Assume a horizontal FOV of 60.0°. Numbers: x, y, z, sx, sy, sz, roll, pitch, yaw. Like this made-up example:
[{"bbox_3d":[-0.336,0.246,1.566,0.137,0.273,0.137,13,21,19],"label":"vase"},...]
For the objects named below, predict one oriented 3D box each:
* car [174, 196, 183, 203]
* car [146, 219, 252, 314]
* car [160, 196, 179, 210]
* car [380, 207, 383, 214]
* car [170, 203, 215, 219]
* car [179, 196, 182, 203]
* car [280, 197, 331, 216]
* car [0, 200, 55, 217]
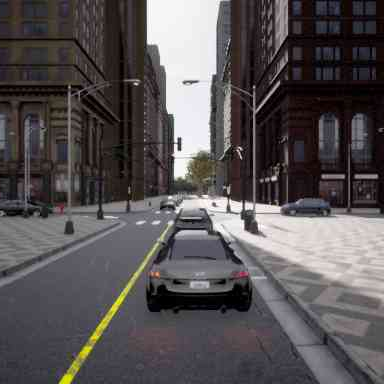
[{"bbox_3d":[-2.986,1.549,73.497,1.812,1.442,4.674,0,0,0],"label":"car"},{"bbox_3d":[0.110,1.564,7.724,1.994,1.385,4.181,0,0,-1],"label":"car"},{"bbox_3d":[-3.083,1.547,43.089,2.033,1.411,5.357,0,0,0],"label":"car"},{"bbox_3d":[20.525,1.630,32.076,4.181,1.385,1.994,0,0,0],"label":"car"},{"bbox_3d":[0.064,1.505,16.632,1.837,1.490,4.892,0,0,0],"label":"car"},{"bbox_3d":[-3.081,1.494,52.850,2.128,1.511,4.902,0,0,0],"label":"car"},{"bbox_3d":[10.869,1.388,32.115,4.553,1.767,2.097,0,0,1],"label":"car"},{"bbox_3d":[-14.525,1.456,28.884,4.892,1.490,1.837,0,0,-1],"label":"car"}]
